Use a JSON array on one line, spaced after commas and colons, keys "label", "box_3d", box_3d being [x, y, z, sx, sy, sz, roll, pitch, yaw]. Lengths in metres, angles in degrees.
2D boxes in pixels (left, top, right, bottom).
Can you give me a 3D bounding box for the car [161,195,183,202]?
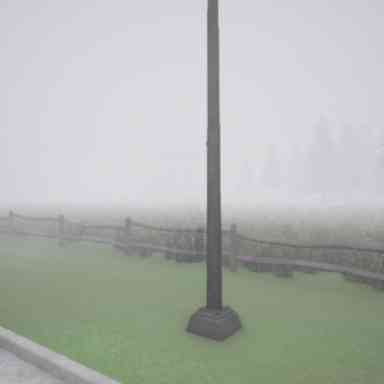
[{"label": "car", "box_3d": [-4.161, 1.463, 69.024, 4.605, 1.855, 1.932, 0, 0, 35]}]
